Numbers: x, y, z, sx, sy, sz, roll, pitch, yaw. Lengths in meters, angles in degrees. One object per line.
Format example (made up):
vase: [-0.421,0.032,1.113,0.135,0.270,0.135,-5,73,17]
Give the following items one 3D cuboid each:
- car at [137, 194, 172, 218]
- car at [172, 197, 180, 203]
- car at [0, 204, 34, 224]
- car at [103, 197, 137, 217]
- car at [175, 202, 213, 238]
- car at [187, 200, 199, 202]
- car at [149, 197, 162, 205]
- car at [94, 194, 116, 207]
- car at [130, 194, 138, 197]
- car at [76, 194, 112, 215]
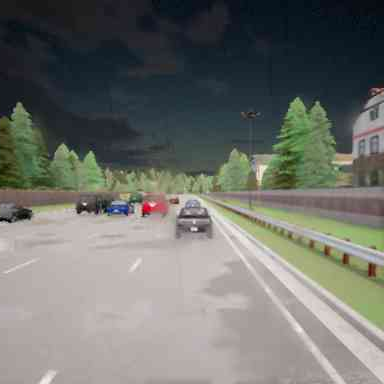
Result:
car: [-3.394,1.286,31.327,2.150,2.045,5.566,0,0,0]
car: [-3.388,1.612,63.818,1.882,1.535,5.008,0,0,0]
car: [-13.893,1.618,25.526,1.994,1.385,4.181,0,0,0]
car: [-6.893,1.547,32.721,1.882,1.535,5.008,0,0,0]
car: [0.104,1.530,18.016,2.128,1.511,4.902,0,0,0]
car: [0.103,1.632,40.029,2.033,1.411,5.357,0,0,0]
car: [-6.890,1.659,63.212,1.812,1.442,4.674,0,0,0]
car: [-13.887,1.333,53.439,2.150,2.045,5.566,0,0,0]
car: [-10.390,1.355,62.709,2.150,2.045,5.566,0,0,0]
car: [-10.391,1.297,34.936,2.150,2.045,5.566,0,0,0]
